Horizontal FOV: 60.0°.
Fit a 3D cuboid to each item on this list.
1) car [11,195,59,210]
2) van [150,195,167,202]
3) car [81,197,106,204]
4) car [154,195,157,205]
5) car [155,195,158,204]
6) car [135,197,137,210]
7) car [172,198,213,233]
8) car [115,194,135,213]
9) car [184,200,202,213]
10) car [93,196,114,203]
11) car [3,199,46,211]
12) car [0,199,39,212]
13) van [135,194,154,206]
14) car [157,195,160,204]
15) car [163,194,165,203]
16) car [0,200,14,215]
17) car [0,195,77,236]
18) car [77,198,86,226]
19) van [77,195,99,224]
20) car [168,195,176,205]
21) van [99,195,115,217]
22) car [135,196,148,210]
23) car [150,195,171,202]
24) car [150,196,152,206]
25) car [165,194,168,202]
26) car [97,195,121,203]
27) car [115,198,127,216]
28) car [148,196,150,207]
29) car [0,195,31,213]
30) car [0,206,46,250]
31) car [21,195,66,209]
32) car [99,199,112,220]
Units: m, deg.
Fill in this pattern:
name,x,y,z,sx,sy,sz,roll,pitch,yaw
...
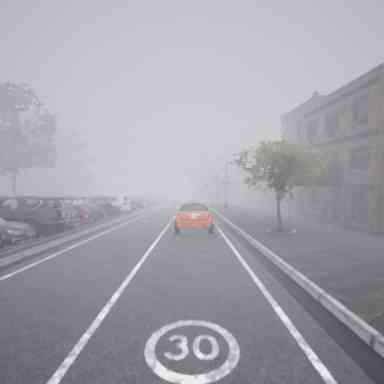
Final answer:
name,x,y,z,sx,sy,sz,roll,pitch,yaw
car,-21.907,1.397,46.659,5.566,2.045,2.435,0,0,0
van,-9.010,1.775,88.942,4.442,1.987,1.878,0,0,0
car,-21.966,1.883,74.542,4.892,1.521,2.231,0,0,0
car,-8.835,1.748,55.302,4.792,1.488,2.163,0,0,0
car,-8.837,1.772,58.105,4.792,1.488,2.163,0,0,0
car,-8.842,1.573,35.687,4.892,1.521,2.231,0,0,0
car,0.109,1.376,19.858,2.097,1.767,4.553,0,0,0
car,-8.872,1.306,32.882,5.566,2.045,2.435,0,0,0
car,0.119,1.677,40.027,2.033,1.411,5.357,0,0,0
car,-21.999,1.826,82.869,4.553,1.767,2.185,0,0,0
car,-21.931,1.665,43.750,4.674,1.452,2.002,0,0,0
car,-21.926,1.607,41.089,5.008,1.535,2.097,0,0,0
van,-8.745,1.469,52.501,4.442,1.987,1.878,0,0,0
car,-8.864,1.766,60.909,5.008,1.535,2.097,0,0,0
car,-8.848,1.734,72.123,4.553,1.767,2.185,0,0,0
car,-21.955,1.602,35.519,4.792,1.488,2.163,0,0,0
car,-8.865,1.222,16.063,5.566,2.045,2.435,0,0,0
car,-8.805,1.359,18.863,4.553,1.767,2.185,0,0,0
van,-8.721,1.273,21.667,4.442,1.987,1.878,0,0,0
car,-3.230,1.856,65.783,1.812,1.442,4.674,0,0,0
van,-8.956,1.302,27.274,4.442,1.987,1.878,0,0,0
car,-8.849,1.626,44.093,5.008,1.535,2.097,0,0,0
car,-8.871,1.797,94.550,5.566,2.045,2.435,0,0,0
car,-8.888,1.701,49.696,4.792,1.488,2.163,0,0,0
car,-8.853,1.632,74.927,5.566,2.045,2.435,0,0,0
car,-22.002,1.747,88.423,5.566,2.045,2.435,0,0,0
car,-8.836,1.542,30.077,5.008,1.535,2.097,0,0,0
car,-9.042,1.645,46.893,5.366,1.575,1.946,0,0,0
car,-21.900,1.337,38.304,5.566,2.045,2.435,0,0,0
car,-8.844,1.464,13.256,4.892,1.521,2.231,0,0,0
car,-21.910,1.419,49.321,5.566,2.045,2.435,0,0,0
car,-8.832,1.515,24.470,4.892,1.521,2.231,0,0,0
